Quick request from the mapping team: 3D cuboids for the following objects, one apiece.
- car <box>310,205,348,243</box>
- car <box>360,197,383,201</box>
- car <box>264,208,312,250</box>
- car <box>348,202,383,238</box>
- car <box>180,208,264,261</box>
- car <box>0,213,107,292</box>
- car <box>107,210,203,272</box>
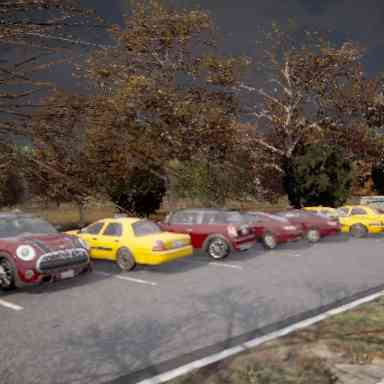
[{"bbox_3d":[4.752,1.534,16.135,4.674,1.452,2.002,-1,-1,33],"label":"car"},{"bbox_3d":[11.800,1.361,21.560,4.553,1.767,2.185,-1,-1,32],"label":"car"},{"bbox_3d":[2.392,1.536,14.347,4.674,1.452,2.002,-1,-1,33],"label":"car"},{"bbox_3d":[7.261,1.486,17.843,5.366,1.575,1.946,-1,-1,33],"label":"car"},{"bbox_3d":[0.040,1.373,12.561,4.553,1.767,2.185,-1,-1,34],"label":"car"},{"bbox_3d":[-4.784,1.378,9.100,4.553,1.767,2.185,-1,-1,34],"label":"car"},{"bbox_3d":[-2.522,1.501,10.922,5.366,1.575,1.946,-1,0,34],"label":"car"}]
